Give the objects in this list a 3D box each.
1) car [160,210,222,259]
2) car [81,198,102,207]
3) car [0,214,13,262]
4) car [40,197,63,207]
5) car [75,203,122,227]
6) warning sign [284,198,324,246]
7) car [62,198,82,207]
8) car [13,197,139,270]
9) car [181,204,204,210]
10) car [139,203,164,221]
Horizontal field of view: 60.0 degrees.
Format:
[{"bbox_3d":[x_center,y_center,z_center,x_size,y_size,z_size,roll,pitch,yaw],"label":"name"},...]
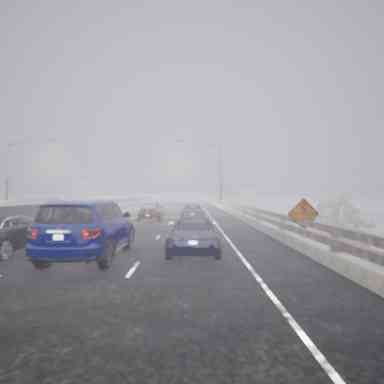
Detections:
[{"bbox_3d":[0.053,1.624,12.839,1.994,1.385,4.181,0,0,0],"label":"car"},{"bbox_3d":[-17.508,1.787,58.461,2.033,1.411,5.357,0,0,1],"label":"car"},{"bbox_3d":[-6.954,1.547,12.309,2.128,1.511,4.902,0,0,1],"label":"car"},{"bbox_3d":[-24.506,1.742,58.150,1.837,1.490,4.892,0,0,1],"label":"car"},{"bbox_3d":[-6.966,1.660,25.391,2.033,1.411,5.357,0,0,1],"label":"car"},{"bbox_3d":[4.564,1.178,13.657,1.300,1.860,1.060,1,0,0],"label":"warning sign"},{"bbox_3d":[-21.012,1.765,58.329,1.812,1.442,4.674,0,0,1],"label":"car"},{"bbox_3d":[-3.463,1.276,11.354,2.150,2.045,5.566,0,0,0],"label":"car"},{"bbox_3d":[0.057,1.687,27.745,1.994,1.385,4.181,0,0,0],"label":"car"},{"bbox_3d":[-3.440,1.649,28.235,1.812,1.442,4.674,0,0,1],"label":"car"}]
